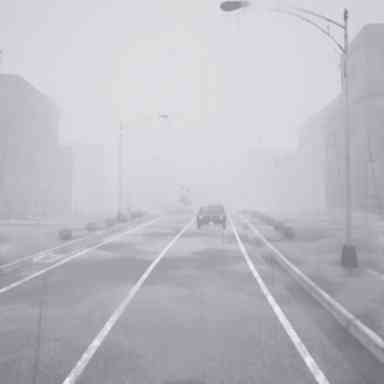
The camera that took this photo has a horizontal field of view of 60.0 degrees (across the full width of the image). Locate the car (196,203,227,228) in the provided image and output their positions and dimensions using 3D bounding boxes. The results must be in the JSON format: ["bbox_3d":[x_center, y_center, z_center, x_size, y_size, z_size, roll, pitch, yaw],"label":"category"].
[{"bbox_3d":[1.355,1.615,22.460,1.895,1.301,4.718,0,0,5],"label":"car"}]
